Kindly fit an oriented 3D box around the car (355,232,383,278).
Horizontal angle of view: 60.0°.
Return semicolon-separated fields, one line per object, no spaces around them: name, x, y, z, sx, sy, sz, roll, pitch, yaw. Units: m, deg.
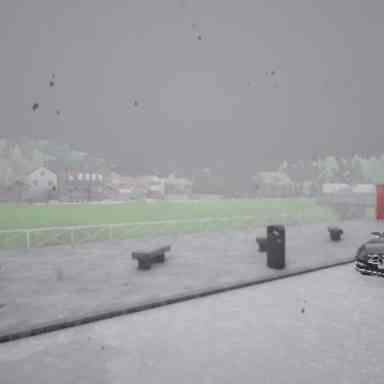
car;6.439;1.508;9.200;4.892;1.490;1.837;0;0;-35
